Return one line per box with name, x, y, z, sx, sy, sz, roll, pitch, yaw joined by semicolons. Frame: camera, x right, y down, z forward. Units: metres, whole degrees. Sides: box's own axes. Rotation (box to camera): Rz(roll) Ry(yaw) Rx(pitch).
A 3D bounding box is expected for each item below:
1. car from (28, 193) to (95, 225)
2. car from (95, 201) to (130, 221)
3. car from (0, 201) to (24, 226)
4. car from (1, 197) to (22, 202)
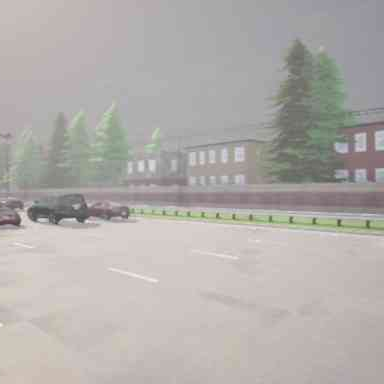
car;-9.413;1.132;23.247;5.566;2.045;2.150;0;1;43
car;-6.571;1.386;25.394;4.674;1.442;1.812;0;1;43
car;-12.740;1.526;21.559;4.181;1.385;1.994;0;1;43
car;-21.341;1.418;38.976;4.892;1.490;1.837;0;1;43
